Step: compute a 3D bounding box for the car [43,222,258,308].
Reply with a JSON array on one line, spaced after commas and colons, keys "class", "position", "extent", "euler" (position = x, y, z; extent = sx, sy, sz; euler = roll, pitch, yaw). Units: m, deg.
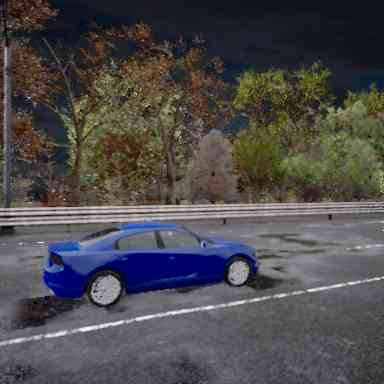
[{"class": "car", "position": [-0.768, 1.460, 7.831], "extent": [5.008, 1.535, 1.882], "euler": [0, 0, -26]}]
